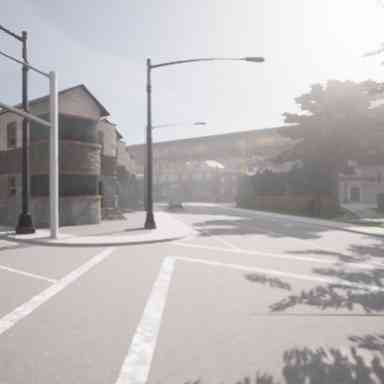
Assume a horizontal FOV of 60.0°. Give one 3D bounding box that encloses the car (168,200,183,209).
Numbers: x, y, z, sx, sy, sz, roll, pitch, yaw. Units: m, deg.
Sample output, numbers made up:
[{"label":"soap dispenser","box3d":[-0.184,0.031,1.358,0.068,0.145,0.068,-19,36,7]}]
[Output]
[{"label":"car","box3d":[-2.583,1.843,49.853,2.033,1.411,5.357,0,0,-10]}]
